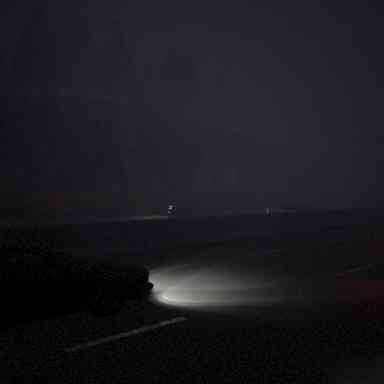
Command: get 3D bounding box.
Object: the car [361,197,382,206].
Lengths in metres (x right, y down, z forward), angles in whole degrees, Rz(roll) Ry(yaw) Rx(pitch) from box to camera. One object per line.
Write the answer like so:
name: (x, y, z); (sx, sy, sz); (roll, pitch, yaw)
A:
car: (32.156, 1.728, 59.394); (4.892, 1.490, 1.837); (0, 0, -37)

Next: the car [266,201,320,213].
car: (8.361, 1.711, 28.069); (4.718, 1.301, 1.895); (0, 0, -37)

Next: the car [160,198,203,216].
car: (-1.074, 1.488, 34.068); (4.553, 1.767, 2.097); (0, 0, -37)

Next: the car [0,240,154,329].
car: (-3.377, 1.572, 5.756); (5.357, 1.411, 2.033); (0, 0, -36)
